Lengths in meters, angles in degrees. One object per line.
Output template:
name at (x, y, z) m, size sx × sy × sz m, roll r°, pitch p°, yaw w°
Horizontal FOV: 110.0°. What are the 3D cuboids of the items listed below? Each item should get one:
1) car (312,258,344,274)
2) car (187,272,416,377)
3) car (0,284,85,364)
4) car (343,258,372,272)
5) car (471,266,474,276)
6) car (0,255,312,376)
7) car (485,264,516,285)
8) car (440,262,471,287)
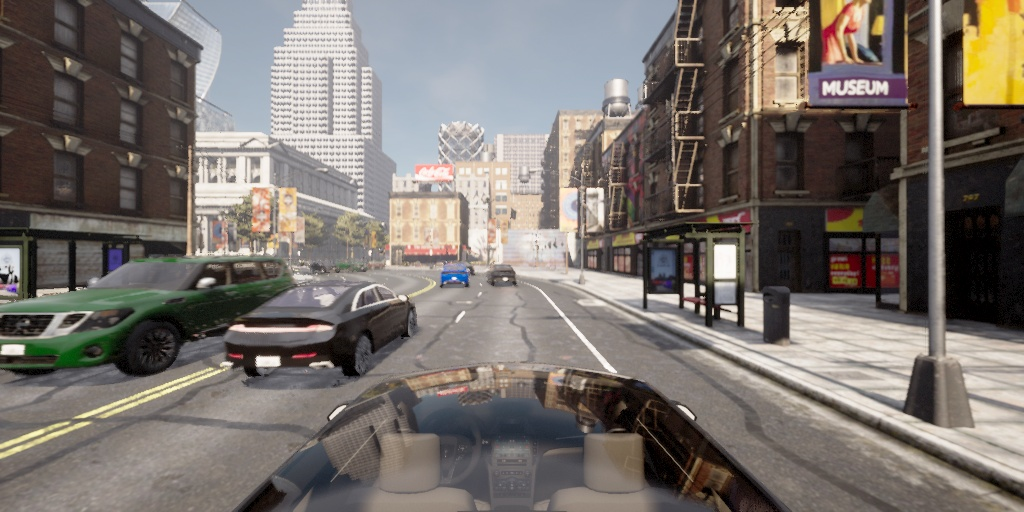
car at (-23.709, 1.354, 45.267) m, size 4.892 × 1.490 × 1.837 m, roll 0°, pitch 0°, yaw 36°
car at (-3.398, 1.266, 7.418) m, size 2.128 × 1.511 × 4.902 m, roll 0°, pitch 0°, yaw 0°
car at (-10.598, 1.313, 5.356) m, size 2.033 × 1.411 × 5.357 m, roll 0°, pitch 0°, yaw 0°
car at (-21.619, 1.224, 48.075) m, size 5.566 × 2.045 × 2.150 m, roll 0°, pitch 0°, yaw 36°
car at (-5.736, 1.441, 40.338) m, size 1.812 × 1.442 × 4.674 m, roll 0°, pitch 0°, yaw -29°
car at (-7.102, 0.998, 7.867) m, size 2.150 × 2.045 × 5.566 m, roll 0°, pitch 0°, yaw 0°
car at (-0.902, 1.362, 27.239) m, size 1.837 × 1.490 × 4.892 m, roll 0°, pitch -1°, yaw -10°
car at (-4.160, 1.331, 25.926) m, size 1.882 × 1.535 × 5.008 m, roll 0°, pitch 0°, yaw -9°
